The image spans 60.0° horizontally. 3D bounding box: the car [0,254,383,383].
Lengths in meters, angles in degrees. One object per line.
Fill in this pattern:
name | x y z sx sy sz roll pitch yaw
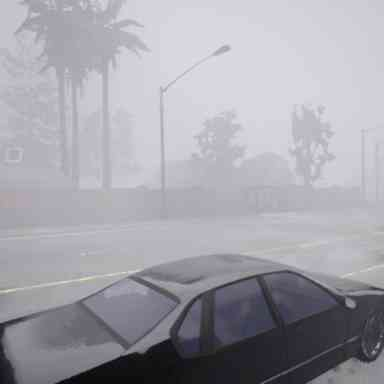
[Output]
car | 0.512 1.536 4.112 5.357 1.411 2.033 0 0 -36
